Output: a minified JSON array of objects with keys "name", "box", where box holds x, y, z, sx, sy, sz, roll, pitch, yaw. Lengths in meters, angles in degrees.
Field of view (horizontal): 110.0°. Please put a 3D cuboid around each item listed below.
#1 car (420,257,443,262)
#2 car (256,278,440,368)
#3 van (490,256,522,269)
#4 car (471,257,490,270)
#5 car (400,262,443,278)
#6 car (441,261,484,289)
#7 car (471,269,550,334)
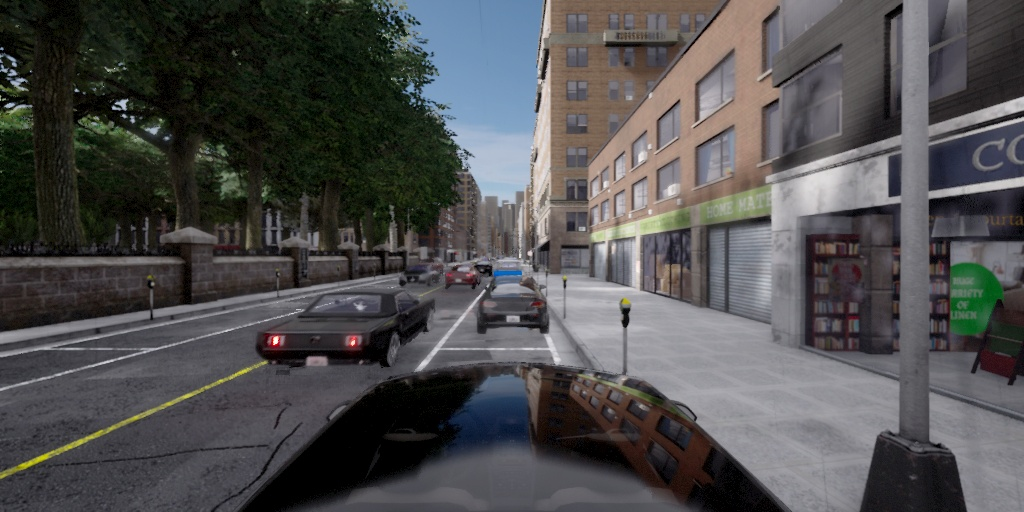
[{"name":"car","box":[-8.687,1.039,38.812,2.192,1.841,5.009,0,0,0]},{"name":"car","box":[-3.022,1.349,7.808,1.895,1.301,4.718,0,0,0]},{"name":"van","box":[-0.218,1.083,21.843,1.690,1.789,3.998,0,0,0]},{"name":"car","box":[-2.927,1.205,37.038,1.882,1.535,5.008,0,0,0]},{"name":"car","box":[-6.166,1.303,24.290,1.994,1.385,4.181,0,0,0]},{"name":"car","box":[-3.070,1.266,23.029,1.812,1.442,4.674,0,0,0]},{"name":"car","box":[0.037,1.273,10.492,1.812,1.442,4.674,0,0,0]}]
